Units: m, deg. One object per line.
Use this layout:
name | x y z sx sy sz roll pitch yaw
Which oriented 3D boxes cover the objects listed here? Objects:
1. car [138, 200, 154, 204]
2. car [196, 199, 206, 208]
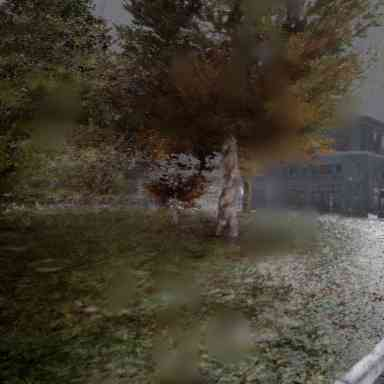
car | -8.920 1.949 69.918 4.892 1.521 2.231 2 -2 -3
car | 0.845 2.110 56.489 1.837 1.490 4.892 2 -2 4
